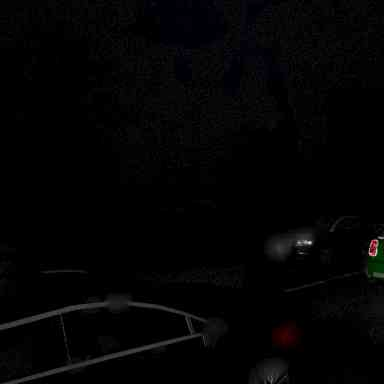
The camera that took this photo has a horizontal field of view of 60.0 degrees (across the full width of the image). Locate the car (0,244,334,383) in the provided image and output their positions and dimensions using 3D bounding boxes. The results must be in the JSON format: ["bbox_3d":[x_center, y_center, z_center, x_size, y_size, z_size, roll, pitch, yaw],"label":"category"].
[{"bbox_3d":[-0.998,1.491,3.014,4.902,1.511,2.128,0,0,-36],"label":"car"}]

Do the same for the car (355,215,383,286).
[{"bbox_3d":[6.320,1.352,8.204,4.553,1.767,2.097,0,0,-35],"label":"car"}]

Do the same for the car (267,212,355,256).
[{"bbox_3d":[4.707,1.491,11.605,4.902,1.511,2.128,0,0,-35],"label":"car"}]

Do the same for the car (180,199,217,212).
[{"bbox_3d":[0.703,1.504,38.743,1.882,1.535,5.008,0,0,-43],"label":"car"}]
